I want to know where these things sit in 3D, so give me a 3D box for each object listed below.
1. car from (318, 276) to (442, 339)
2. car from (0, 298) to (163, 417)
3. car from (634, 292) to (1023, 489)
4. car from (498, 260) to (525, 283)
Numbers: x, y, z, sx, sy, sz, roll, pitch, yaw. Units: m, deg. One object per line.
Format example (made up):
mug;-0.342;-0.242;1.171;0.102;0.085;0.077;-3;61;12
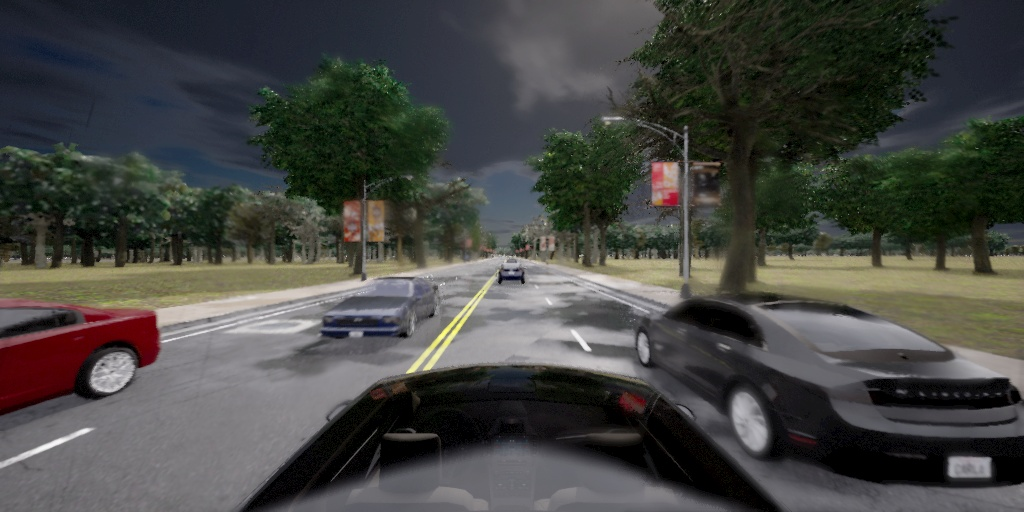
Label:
car;-3.350;1.300;10.377;2.033;1.411;5.357;0;0;0
car;-6.600;1.229;3.661;1.882;1.535;5.008;0;0;0
car;3.251;1.255;4.968;1.837;1.490;4.892;0;0;0
car;-0.041;1.259;28.133;2.163;1.488;4.792;0;0;0
